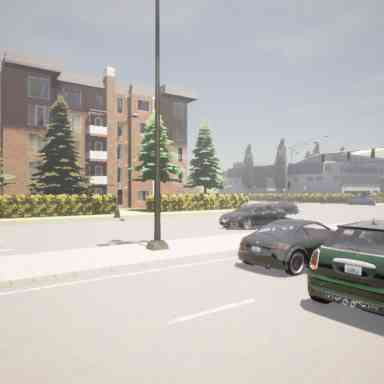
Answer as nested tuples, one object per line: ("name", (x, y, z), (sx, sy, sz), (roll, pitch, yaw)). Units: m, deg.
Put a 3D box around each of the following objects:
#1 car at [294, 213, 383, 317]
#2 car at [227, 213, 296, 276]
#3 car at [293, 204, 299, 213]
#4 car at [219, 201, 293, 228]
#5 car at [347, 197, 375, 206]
("car", (4.486, 1.352, 6.933), (4.553, 1.767, 2.097), (0, 0, -36))
("car", (3.425, 1.564, 10.467), (4.181, 1.385, 1.994), (0, 0, -36))
("car", (8.773, 1.564, 33.077), (4.181, 1.385, 1.994), (0, 0, -36))
("car", (3.888, 1.505, 20.883), (4.892, 1.490, 1.837), (0, 0, -36))
("car", (27.608, 1.563, 54.438), (4.181, 1.385, 1.994), (0, 0, 33))
